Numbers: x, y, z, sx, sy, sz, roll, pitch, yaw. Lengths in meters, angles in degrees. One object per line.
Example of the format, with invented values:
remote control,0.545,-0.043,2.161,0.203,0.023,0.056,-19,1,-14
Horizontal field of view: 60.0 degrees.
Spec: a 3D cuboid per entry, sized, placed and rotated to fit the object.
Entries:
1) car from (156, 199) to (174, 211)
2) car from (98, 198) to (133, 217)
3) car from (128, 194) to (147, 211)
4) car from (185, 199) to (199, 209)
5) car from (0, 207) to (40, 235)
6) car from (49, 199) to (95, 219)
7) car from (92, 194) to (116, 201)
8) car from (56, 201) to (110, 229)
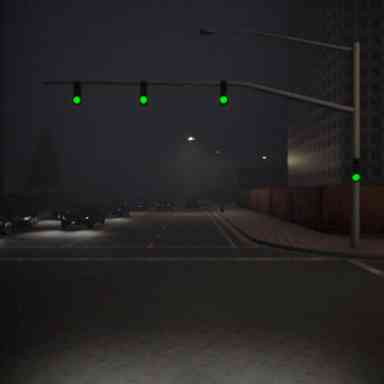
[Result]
car,-3.402,1.579,41.902,2.033,1.411,5.357,0,0,0
car,-7.090,1.550,31.234,1.812,1.442,4.674,0,0,0
car,-7.042,1.253,41.761,2.150,2.045,5.566,0,0,1
car,0.001,1.598,46.526,1.994,1.385,4.181,0,0,0
car,-10.635,1.563,19.154,2.033,1.411,5.357,0,0,-3
car,-10.596,1.570,29.228,2.033,1.411,5.357,0,0,0
car,-10.557,1.252,39.919,2.150,2.045,5.566,0,0,0
car,-7.079,1.543,22.140,1.812,1.442,4.674,0,0,0
